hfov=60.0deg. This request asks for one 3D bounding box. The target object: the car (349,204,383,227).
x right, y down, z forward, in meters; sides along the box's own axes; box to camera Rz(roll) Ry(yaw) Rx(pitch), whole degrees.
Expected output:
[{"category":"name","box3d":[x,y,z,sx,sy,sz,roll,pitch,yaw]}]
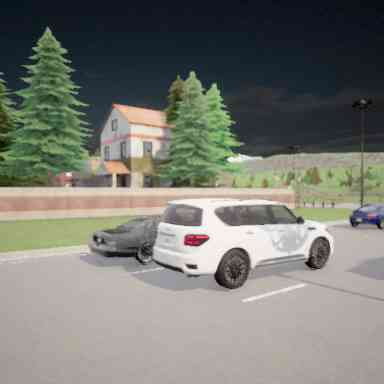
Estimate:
[{"category":"car","box3d":[11.693,1.478,20.920,4.674,1.442,1.812,0,0,-36]}]

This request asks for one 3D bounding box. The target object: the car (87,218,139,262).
[{"category":"car","box3d":[-0.852,1.535,11.806,5.357,1.411,2.033,0,0,-36]}]

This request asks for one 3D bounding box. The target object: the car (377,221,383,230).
[{"category":"car","box3d":[7.552,1.521,9.255,5.357,1.411,2.033,0,0,-36]}]

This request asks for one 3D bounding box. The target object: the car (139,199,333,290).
[{"category":"car","box3d":[1.602,1.205,9.274,5.566,2.045,2.150,0,0,-36]}]
